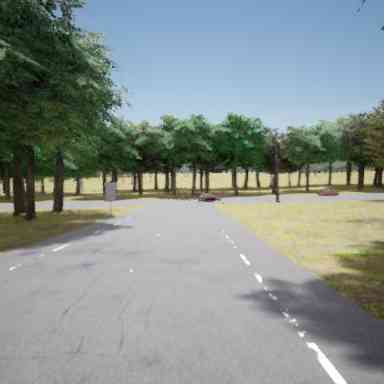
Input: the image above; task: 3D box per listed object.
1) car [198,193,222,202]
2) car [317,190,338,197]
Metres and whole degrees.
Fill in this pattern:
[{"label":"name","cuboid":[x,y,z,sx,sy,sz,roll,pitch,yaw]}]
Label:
[{"label":"car","cuboid":[3.493,1.047,64.802,4.553,1.767,2.097,-1,2,0]},{"label":"car","cuboid":[29.200,0.199,71.768,4.181,1.385,1.994,-2,3,0]}]
